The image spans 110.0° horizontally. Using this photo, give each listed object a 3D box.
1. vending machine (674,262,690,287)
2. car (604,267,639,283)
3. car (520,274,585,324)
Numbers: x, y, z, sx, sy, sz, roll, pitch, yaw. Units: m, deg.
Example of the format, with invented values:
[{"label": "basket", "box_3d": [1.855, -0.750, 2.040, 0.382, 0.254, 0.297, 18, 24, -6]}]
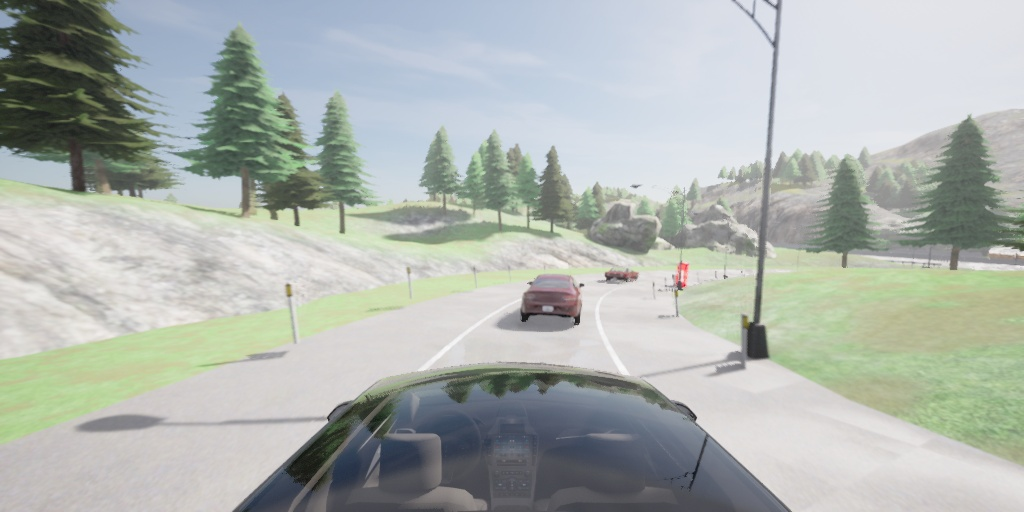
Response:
[{"label": "vending machine", "box_3d": [14.132, 1.531, 30.137, 1.100, 2.100, 0.880, 0, 0, 35]}, {"label": "car", "box_3d": [10.072, 1.652, 32.540, 1.895, 1.301, 4.718, 4, 2, 34]}, {"label": "car", "box_3d": [1.468, 1.325, 12.277, 1.812, 1.442, 4.674, 1, 0, 12]}]
